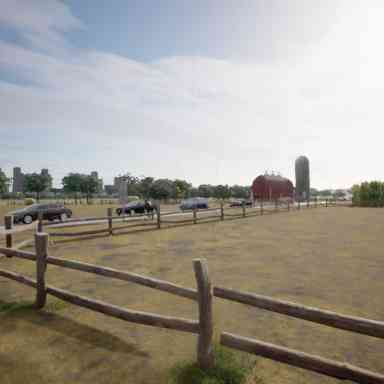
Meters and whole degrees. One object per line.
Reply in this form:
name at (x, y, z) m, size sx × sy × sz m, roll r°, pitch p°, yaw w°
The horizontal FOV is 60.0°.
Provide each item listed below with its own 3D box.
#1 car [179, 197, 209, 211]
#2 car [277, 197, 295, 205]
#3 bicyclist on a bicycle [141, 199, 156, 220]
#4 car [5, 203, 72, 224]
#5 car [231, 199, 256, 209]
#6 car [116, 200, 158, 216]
car at (0.268, 1.480, 42.238) m, size 2.097 × 1.767 × 4.553 m, roll -2°, pitch -1°, yaw 35°
car at (17.304, 1.688, 61.113) m, size 2.033 × 1.411 × 5.357 m, roll -2°, pitch -2°, yaw 35°
bicyclist on a bicycle at (-3.522, 1.419, 26.545) m, size 1.656 × 1.620 × 0.582 m, roll 0°, pitch 0°, yaw 35°
car at (-11.604, 1.602, 25.478) m, size 1.837 × 1.490 × 4.892 m, roll -2°, pitch -1°, yaw 35°
car at (7.365, 1.654, 47.120) m, size 1.895 × 1.301 × 4.718 m, roll -2°, pitch -1°, yaw 35°
car at (-5.566, 1.589, 33.999) m, size 1.882 × 1.535 × 5.008 m, roll -2°, pitch -1°, yaw 35°
